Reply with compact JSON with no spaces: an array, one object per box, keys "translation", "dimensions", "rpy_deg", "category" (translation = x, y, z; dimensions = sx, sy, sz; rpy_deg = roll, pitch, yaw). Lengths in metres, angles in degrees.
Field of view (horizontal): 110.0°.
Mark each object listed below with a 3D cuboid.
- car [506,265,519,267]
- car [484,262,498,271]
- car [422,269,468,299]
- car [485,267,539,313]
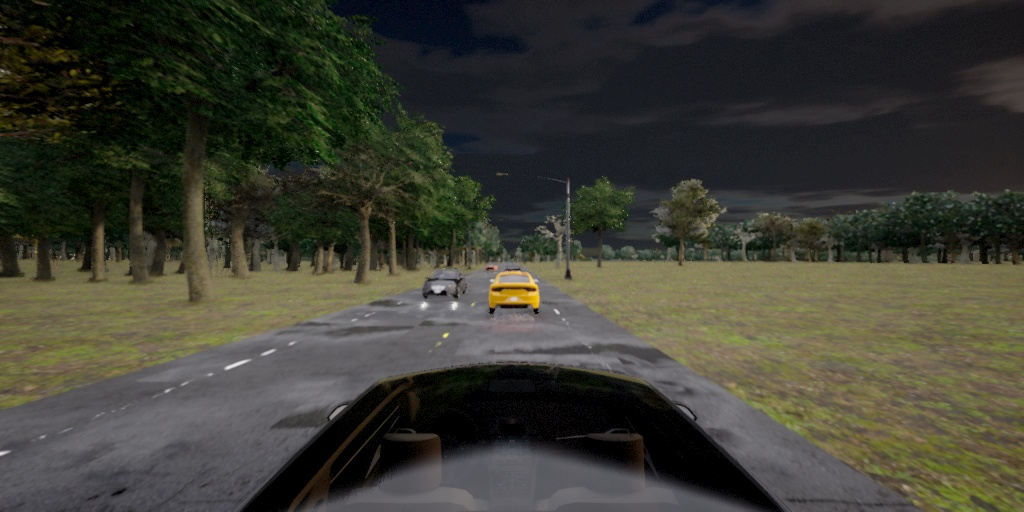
[{"translation":[0.081,1.678,35.808],"dimensions":[2.128,1.511,4.902],"rpy_deg":[0,-1,0],"category":"car"},{"translation":[-3.567,1.827,61.912],"dimensions":[2.097,1.767,4.553],"rpy_deg":[0,-1,1],"category":"car"},{"translation":[-3.606,1.484,19.861],"dimensions":[2.128,1.511,4.902],"rpy_deg":[0,-1,0],"category":"car"},{"translation":[0.085,1.408,15.170],"dimensions":[1.882,1.535,5.008],"rpy_deg":[0,-1,0],"category":"car"}]
